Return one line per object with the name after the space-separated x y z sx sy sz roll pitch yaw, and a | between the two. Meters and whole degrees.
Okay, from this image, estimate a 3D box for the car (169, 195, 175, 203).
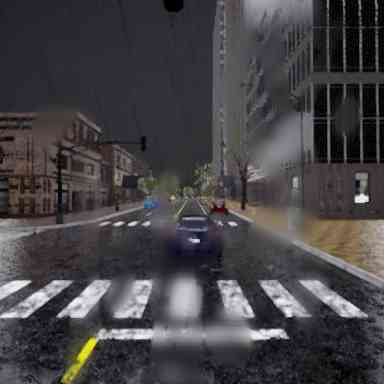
-5.659 1.512 73.711 2.192 1.841 5.009 1 0 0 | car

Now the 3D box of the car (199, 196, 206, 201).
2.721 1.767 90.472 1.752 1.417 4.829 1 0 0 | car

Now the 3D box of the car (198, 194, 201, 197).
2.719 1.756 79.233 1.887 1.381 4.507 1 0 0 | car

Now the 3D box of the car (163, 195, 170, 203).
-5.666 1.733 62.642 1.947 1.339 4.313 1 0 0 | car

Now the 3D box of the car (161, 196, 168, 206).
-5.667 1.734 57.107 1.802 1.307 4.206 1 0 0 | car

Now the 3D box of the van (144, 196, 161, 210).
-5.666 1.464 46.039 1.690 1.788 3.998 1 0 0 | van

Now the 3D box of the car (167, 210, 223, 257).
0.093 1.598 13.035 1.994 1.385 4.181 0 0 0 | car

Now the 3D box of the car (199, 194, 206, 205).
2.715 1.692 62.798 1.752 1.417 4.829 1 0 0 | car

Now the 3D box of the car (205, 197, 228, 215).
2.711 1.532 34.954 1.967 1.590 4.097 1 0 0 | car
